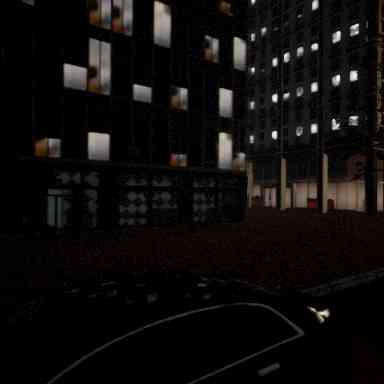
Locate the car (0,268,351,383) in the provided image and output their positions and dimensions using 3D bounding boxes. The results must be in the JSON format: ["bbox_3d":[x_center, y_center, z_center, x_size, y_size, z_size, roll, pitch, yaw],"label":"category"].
[{"bbox_3d":[-0.691,1.507,2.575,4.892,1.490,1.837,1,0,-35],"label":"car"}]
